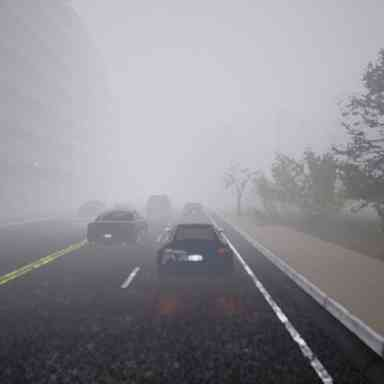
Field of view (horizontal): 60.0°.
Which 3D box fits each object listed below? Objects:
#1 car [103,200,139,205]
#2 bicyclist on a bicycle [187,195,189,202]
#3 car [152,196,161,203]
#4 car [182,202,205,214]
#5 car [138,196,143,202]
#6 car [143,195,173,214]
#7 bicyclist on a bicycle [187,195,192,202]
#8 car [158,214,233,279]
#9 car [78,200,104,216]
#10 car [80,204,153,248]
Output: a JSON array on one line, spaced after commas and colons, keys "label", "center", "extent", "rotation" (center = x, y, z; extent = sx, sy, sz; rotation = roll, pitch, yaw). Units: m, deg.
[{"label": "car", "center": [-6.586, 1.657, 31.306], "extent": [1.895, 1.301, 4.718], "rotation": [0, 0, 0]}, {"label": "bicyclist on a bicycle", "center": [-0.996, 1.595, 83.314], "extent": [0.582, 1.620, 1.656], "rotation": [0, 0, -4]}, {"label": "car", "center": [-7.686, 1.653, 72.534], "extent": [1.812, 1.442, 4.674], "rotation": [0, 0, -3]}, {"label": "car", "center": [0.117, 1.599, 28.859], "extent": [2.033, 1.411, 5.357], "rotation": [0, 0, 0]}, {"label": "car", "center": [-11.055, 1.687, 74.336], "extent": [1.994, 1.385, 4.181], "rotation": [0, 0, -3]}, {"label": "car", "center": [-3.137, 1.280, 32.666], "extent": [2.150, 2.045, 5.566], "rotation": [0, 0, 0]}, {"label": "bicyclist on a bicycle", "center": [-0.382, 1.500, 74.254], "extent": [0.659, 1.776, 1.843], "rotation": [0, 0, -4]}, {"label": "car", "center": [0.091, 1.582, 10.140], "extent": [1.994, 1.385, 4.181], "rotation": [0, 0, 0]}, {"label": "car", "center": [-9.843, 1.538, 33.218], "extent": [1.882, 1.535, 5.008], "rotation": [0, 0, 0]}, {"label": "car", "center": [-3.145, 1.503, 14.939], "extent": [1.882, 1.535, 5.008], "rotation": [0, 0, 0]}]
